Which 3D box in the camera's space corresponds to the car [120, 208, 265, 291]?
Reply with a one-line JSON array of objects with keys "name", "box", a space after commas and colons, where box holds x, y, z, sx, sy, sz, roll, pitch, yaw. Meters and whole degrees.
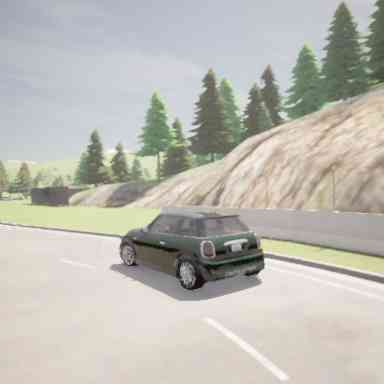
[{"name": "car", "box": [-0.251, 1.292, 9.226, 2.097, 1.767, 4.553, -2, 1, -36]}]
